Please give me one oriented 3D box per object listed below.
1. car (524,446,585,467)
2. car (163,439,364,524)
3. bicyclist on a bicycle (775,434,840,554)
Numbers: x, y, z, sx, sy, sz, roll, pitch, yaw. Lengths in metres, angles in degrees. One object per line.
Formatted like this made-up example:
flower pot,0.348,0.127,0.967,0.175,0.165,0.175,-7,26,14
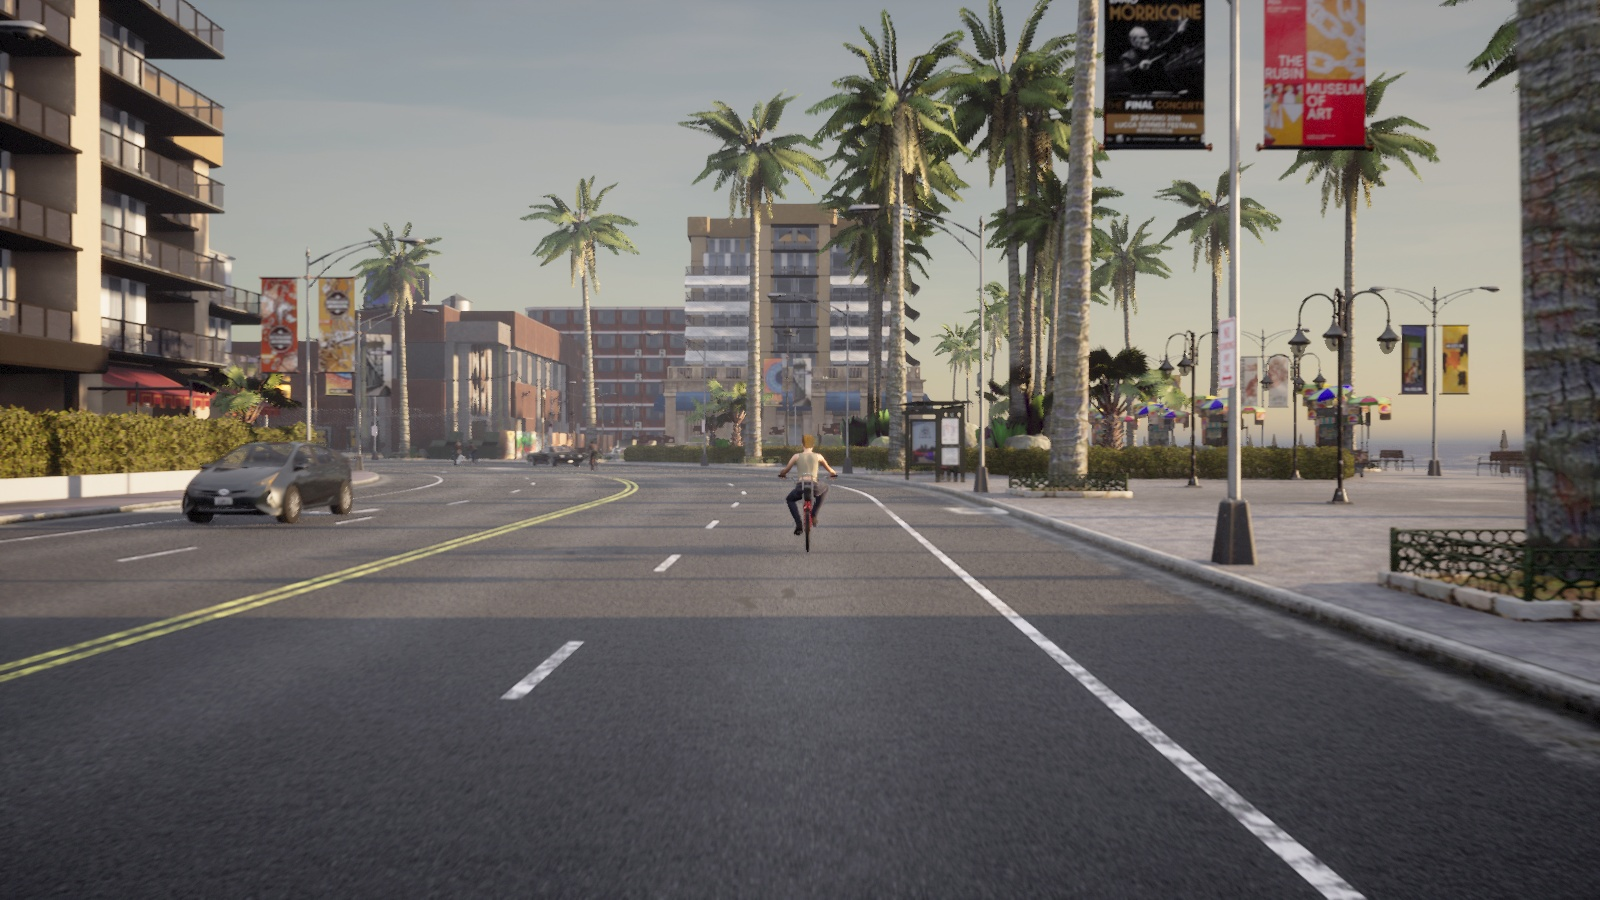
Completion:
car,-15.595,0.386,79.508,1.895,1.301,4.718,0,0,-38
car,-10.345,0.546,24.634,2.007,1.525,4.514,0,0,0
bicyclist on a bicycle,0.111,0.583,17.666,0.866,1.612,1.509,0,0,1
